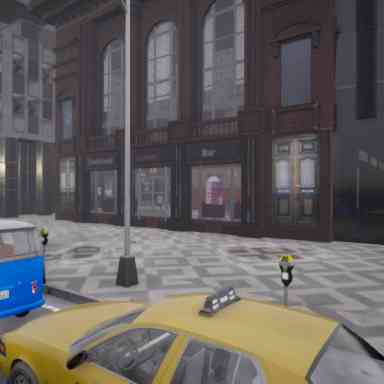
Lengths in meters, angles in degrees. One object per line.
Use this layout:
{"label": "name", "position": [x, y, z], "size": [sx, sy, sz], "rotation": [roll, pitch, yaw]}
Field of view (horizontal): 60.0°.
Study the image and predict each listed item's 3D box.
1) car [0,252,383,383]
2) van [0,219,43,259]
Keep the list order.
{"label": "car", "position": [0.025, 1.525, 2.943], "size": [4.829, 1.417, 1.752], "rotation": [0, 0, 36]}
{"label": "van", "position": [-4.421, 1.341, 6.123], "size": [3.998, 1.788, 1.690], "rotation": [0, 0, 36]}
